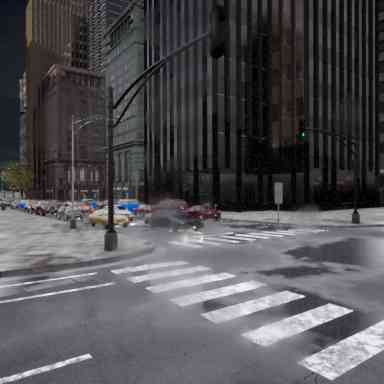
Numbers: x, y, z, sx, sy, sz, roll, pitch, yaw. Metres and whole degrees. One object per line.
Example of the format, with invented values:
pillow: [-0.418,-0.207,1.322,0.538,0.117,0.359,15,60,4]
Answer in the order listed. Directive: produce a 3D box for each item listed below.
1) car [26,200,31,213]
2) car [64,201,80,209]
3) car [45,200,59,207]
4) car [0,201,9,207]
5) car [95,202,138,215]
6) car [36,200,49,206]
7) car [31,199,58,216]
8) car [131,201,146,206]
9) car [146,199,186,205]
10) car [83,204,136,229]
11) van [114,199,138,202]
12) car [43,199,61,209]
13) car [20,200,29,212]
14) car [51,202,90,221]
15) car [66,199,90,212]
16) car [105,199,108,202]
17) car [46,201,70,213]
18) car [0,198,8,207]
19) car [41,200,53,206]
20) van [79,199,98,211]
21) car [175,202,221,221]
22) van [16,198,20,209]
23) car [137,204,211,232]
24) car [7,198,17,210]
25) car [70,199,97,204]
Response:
car: [-20.405,2.195,44.506,1.887,1.381,4.507,-1,0,-35]
car: [-22.551,2.406,62.282,1.802,1.307,4.206,-1,0,-35]
car: [-31.574,2.594,75.015,1.947,1.339,4.313,-1,0,-35]
car: [-44.242,2.770,78.148,1.802,1.307,4.206,-1,0,-35]
car: [-6.958,1.902,30.150,1.812,1.442,4.674,0,-1,-35]
car: [-37.590,2.709,83.505,2.008,1.369,4.403,-1,0,-35]
car: [-17.585,1.900,40.519,2.192,1.841,5.009,-1,0,-35]
car: [-5.189,2.004,37.803,1.802,1.307,4.206,-1,0,-35]
car: [-2.258,1.668,33.649,2.192,1.841,5.009,-1,0,-35]
car: [-6.183,1.843,24.435,1.752,1.417,4.829,-1,0,-35]
van: [-8.131,1.832,41.957,1.690,1.788,3.998,-1,0,-35]
car: [-26.932,2.238,63.874,2.097,1.767,4.553,0,-1,-35]
car: [-23.231,2.156,48.492,1.967,1.590,4.097,-1,0,-35]
car: [-11.930,2.004,32.546,2.008,1.369,4.403,-1,0,-35]
car: [-17.275,2.018,50.259,2.097,1.767,4.553,0,0,-36]
car: [-11.067,1.875,46.111,2.192,1.841,5.009,-1,0,-35]
car: [-19.072,2.152,47.335,2.128,1.511,4.902,0,-1,-35]
car: [-41.134,2.666,73.761,1.887,1.381,4.507,-1,0,-35]
car: [-34.583,2.659,79.261,1.947,1.339,4.313,-1,0,-35]
van: [-16.940,2.037,54.419,1.690,1.788,3.998,-1,0,-35]
car: [0.683,1.828,29.495,1.887,1.381,4.507,-1,0,-35]
van: [-26.058,2.122,52.479,1.690,1.788,3.998,-1,0,-35]
car: [-1.366,1.791,22.203,2.033,1.411,5.357,0,-1,-35]
car: [-31.809,2.353,60.597,1.967,1.590,4.097,-1,0,-35]
car: [-12.830,1.866,38.450,2.097,1.767,4.553,0,-1,-35]
